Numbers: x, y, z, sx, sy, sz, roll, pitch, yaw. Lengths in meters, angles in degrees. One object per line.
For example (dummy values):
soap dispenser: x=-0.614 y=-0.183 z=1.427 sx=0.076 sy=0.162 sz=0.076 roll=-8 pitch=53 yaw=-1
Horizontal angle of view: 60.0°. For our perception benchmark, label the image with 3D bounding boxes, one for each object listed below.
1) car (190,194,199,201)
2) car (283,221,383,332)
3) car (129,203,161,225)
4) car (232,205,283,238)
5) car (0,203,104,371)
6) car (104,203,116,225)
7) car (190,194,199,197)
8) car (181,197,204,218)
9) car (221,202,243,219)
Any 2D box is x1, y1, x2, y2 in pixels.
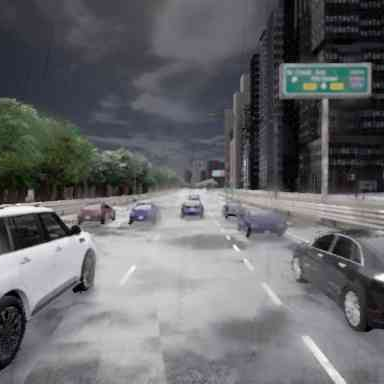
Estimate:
car: x=0.570 y=1.197 z=73.838 sx=1.882 sy=1.535 sz=5.008 roll=0 pitch=0 yaw=1
car: x=3.504 y=1.508 z=6.804 sx=1.837 sy=1.490 sz=4.892 roll=0 pitch=0 yaw=0
car: x=-3.340 y=1.518 z=24.105 sx=1.812 sy=1.442 sz=4.674 roll=0 pitch=0 yaw=0
car: x=3.531 y=1.601 z=17.806 sx=1.895 sy=1.301 sz=4.718 roll=0 pitch=0 yaw=0
car: x=-3.396 y=1.224 z=5.781 sx=2.150 sy=2.045 sz=5.566 roll=0 pitch=0 yaw=0
car: x=-6.839 y=1.517 z=24.138 sx=1.812 sy=1.442 sz=4.674 roll=0 pitch=0 yaw=0
car: x=0.439 y=1.370 z=57.251 sx=1.812 sy=1.442 sz=4.674 roll=0 pitch=0 yaw=1
car: x=0.052 y=1.485 z=30.072 sx=2.163 sy=1.488 sz=4.792 roll=0 pitch=0 yaw=1
car: x=3.583 y=1.532 z=28.747 sx=2.033 sy=1.411 sz=5.357 roll=0 pitch=0 yaw=0
